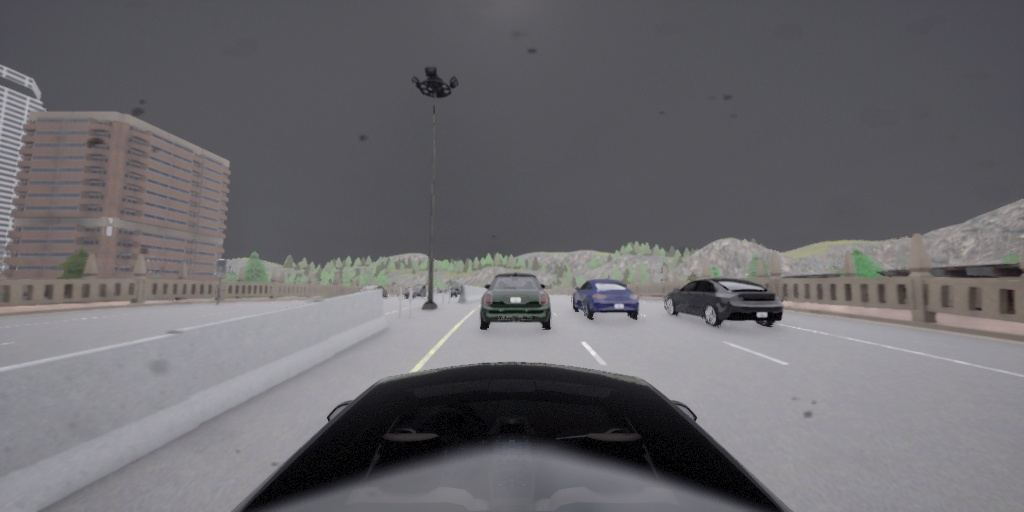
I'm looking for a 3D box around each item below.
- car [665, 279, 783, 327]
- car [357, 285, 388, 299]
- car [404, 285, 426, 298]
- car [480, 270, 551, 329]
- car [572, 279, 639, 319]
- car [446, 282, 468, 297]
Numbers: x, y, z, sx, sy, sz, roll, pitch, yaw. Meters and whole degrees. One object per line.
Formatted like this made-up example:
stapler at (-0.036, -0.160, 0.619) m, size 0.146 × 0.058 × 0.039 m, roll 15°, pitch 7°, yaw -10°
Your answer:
car at (7.108, 1.541, 12.618) m, size 1.837 × 1.490 × 4.892 m, roll 0°, pitch -3°, yaw 0°
car at (-14.068, 3.622, 36.330) m, size 1.812 × 1.442 × 4.674 m, roll 0°, pitch -6°, yaw 0°
car at (-10.560, 3.982, 40.150) m, size 1.837 × 1.490 × 4.892 m, roll 0°, pitch -6°, yaw 0°
car at (0.108, 1.376, 12.342) m, size 2.097 × 1.767 × 4.553 m, roll 0°, pitch -3°, yaw 0°
car at (3.609, 1.656, 14.368) m, size 1.812 × 1.442 × 4.674 m, roll 0°, pitch -3°, yaw 0°
car at (-7.040, 4.555, 48.711) m, size 2.150 × 2.045 × 5.566 m, roll 0°, pitch -6°, yaw 0°
